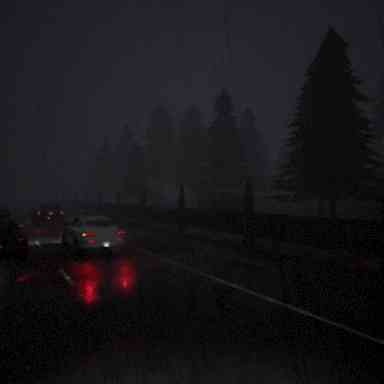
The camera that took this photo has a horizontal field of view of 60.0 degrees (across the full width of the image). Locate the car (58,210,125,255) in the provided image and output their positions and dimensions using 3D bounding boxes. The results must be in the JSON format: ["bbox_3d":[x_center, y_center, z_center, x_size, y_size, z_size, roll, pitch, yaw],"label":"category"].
[{"bbox_3d":[-4.259,1.693,14.153,1.812,1.442,4.674,1,-1,-30],"label":"car"}]

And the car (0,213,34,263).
[{"bbox_3d":[-7.086,1.688,12.046,1.994,1.385,4.181,1,-1,-30],"label":"car"}]

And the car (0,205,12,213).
[{"bbox_3d":[-15.137,1.739,25.789,1.882,1.535,5.008,1,-1,-30],"label":"car"}]

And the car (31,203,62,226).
[{"bbox_3d":[-11.482,1.643,26.457,2.097,1.767,4.553,1,-1,-30],"label":"car"}]
